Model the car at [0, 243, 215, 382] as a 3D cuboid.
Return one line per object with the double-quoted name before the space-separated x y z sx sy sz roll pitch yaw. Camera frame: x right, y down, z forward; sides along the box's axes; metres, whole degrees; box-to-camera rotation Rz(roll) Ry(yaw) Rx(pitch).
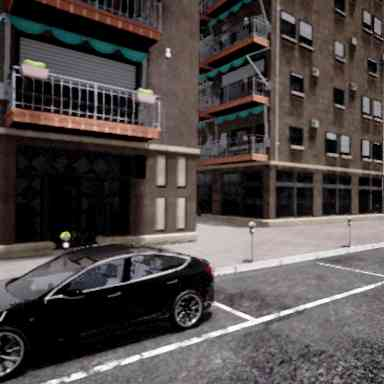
"car" -1.563 1.589 5.443 4.313 1.339 1.947 1 0 -36
